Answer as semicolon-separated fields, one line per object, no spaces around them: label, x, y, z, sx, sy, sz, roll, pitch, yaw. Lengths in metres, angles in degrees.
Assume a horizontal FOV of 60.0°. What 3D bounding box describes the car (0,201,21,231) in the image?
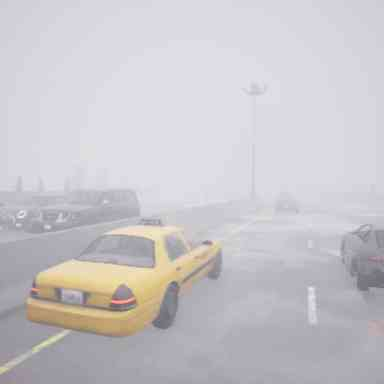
car;-7.324;0.894;16.130;2.097;1.767;4.553;1;1;19

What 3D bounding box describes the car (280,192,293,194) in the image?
car;11.435;0.720;40.658;2.097;1.767;4.553;1;1;11

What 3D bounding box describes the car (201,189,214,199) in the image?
car;2.617;0.272;55.668;2.097;1.767;4.553;1;1;3

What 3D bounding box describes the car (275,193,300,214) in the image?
car;8.394;1.114;29.041;1.994;1.385;4.181;1;1;18

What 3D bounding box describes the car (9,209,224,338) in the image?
car;-0.702;1.299;6.728;1.801;1.575;5.366;1;1;19

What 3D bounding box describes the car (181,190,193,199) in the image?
car;-0.734;0.343;57.898;1.812;1.442;4.674;1;1;3

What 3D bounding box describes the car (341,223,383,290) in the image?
car;5.008;1.470;8.411;1.994;1.385;4.181;1;1;19

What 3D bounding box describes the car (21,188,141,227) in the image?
car;-4.214;0.851;14.406;2.150;2.045;5.566;1;1;19

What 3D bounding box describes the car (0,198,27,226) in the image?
car;-10.876;1.074;16.579;1.895;1.301;4.718;1;1;19

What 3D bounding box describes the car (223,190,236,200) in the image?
car;6.011;0.504;53.871;2.128;1.511;4.902;1;1;4
